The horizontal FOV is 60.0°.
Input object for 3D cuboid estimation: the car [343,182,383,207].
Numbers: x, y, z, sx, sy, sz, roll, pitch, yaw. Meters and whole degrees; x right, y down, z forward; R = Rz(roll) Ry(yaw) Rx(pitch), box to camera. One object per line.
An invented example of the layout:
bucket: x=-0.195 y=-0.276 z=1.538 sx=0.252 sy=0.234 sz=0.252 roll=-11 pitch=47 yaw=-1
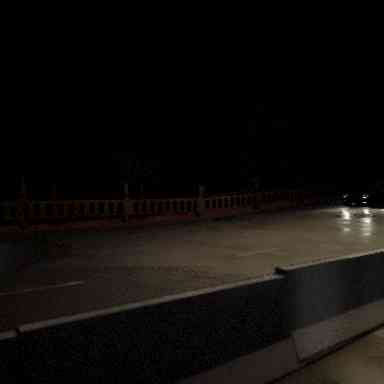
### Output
car: x=14.309 y=0.129 z=27.093 sx=4.553 sy=1.767 sz=2.097 roll=-7 pitch=4 yaw=-35
